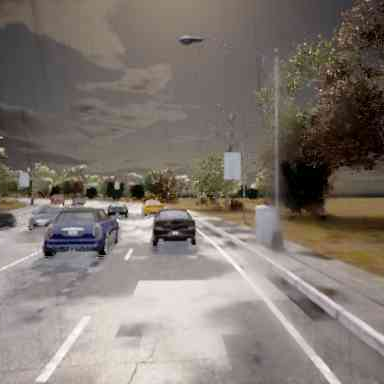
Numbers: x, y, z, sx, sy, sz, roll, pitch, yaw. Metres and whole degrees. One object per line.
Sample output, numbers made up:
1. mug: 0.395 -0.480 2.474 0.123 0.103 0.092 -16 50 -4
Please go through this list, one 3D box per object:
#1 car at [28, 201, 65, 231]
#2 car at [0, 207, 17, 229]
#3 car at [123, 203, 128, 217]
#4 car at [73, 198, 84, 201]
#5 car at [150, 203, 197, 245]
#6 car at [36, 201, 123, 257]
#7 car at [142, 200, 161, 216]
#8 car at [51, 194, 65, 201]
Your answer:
1. car: -8.892 1.568 21.241 2.128 1.511 4.902 0 0 -9
2. car: -12.279 1.644 20.155 1.994 1.385 4.181 0 0 -9
3. car: -7.201 1.704 32.221 1.895 1.301 4.718 0 0 -13
4. car: -20.703 1.755 60.690 1.994 1.385 4.181 0 0 -24
5. car: -0.932 1.525 15.959 1.882 1.535 5.008 0 0 -6
6. car: -4.195 1.399 13.310 2.097 1.767 4.553 0 0 -5
7. car: -4.063 1.582 34.058 1.882 1.535 5.008 0 0 -13
8. car: -24.241 1.412 60.065 2.150 2.045 5.566 0 0 -25
